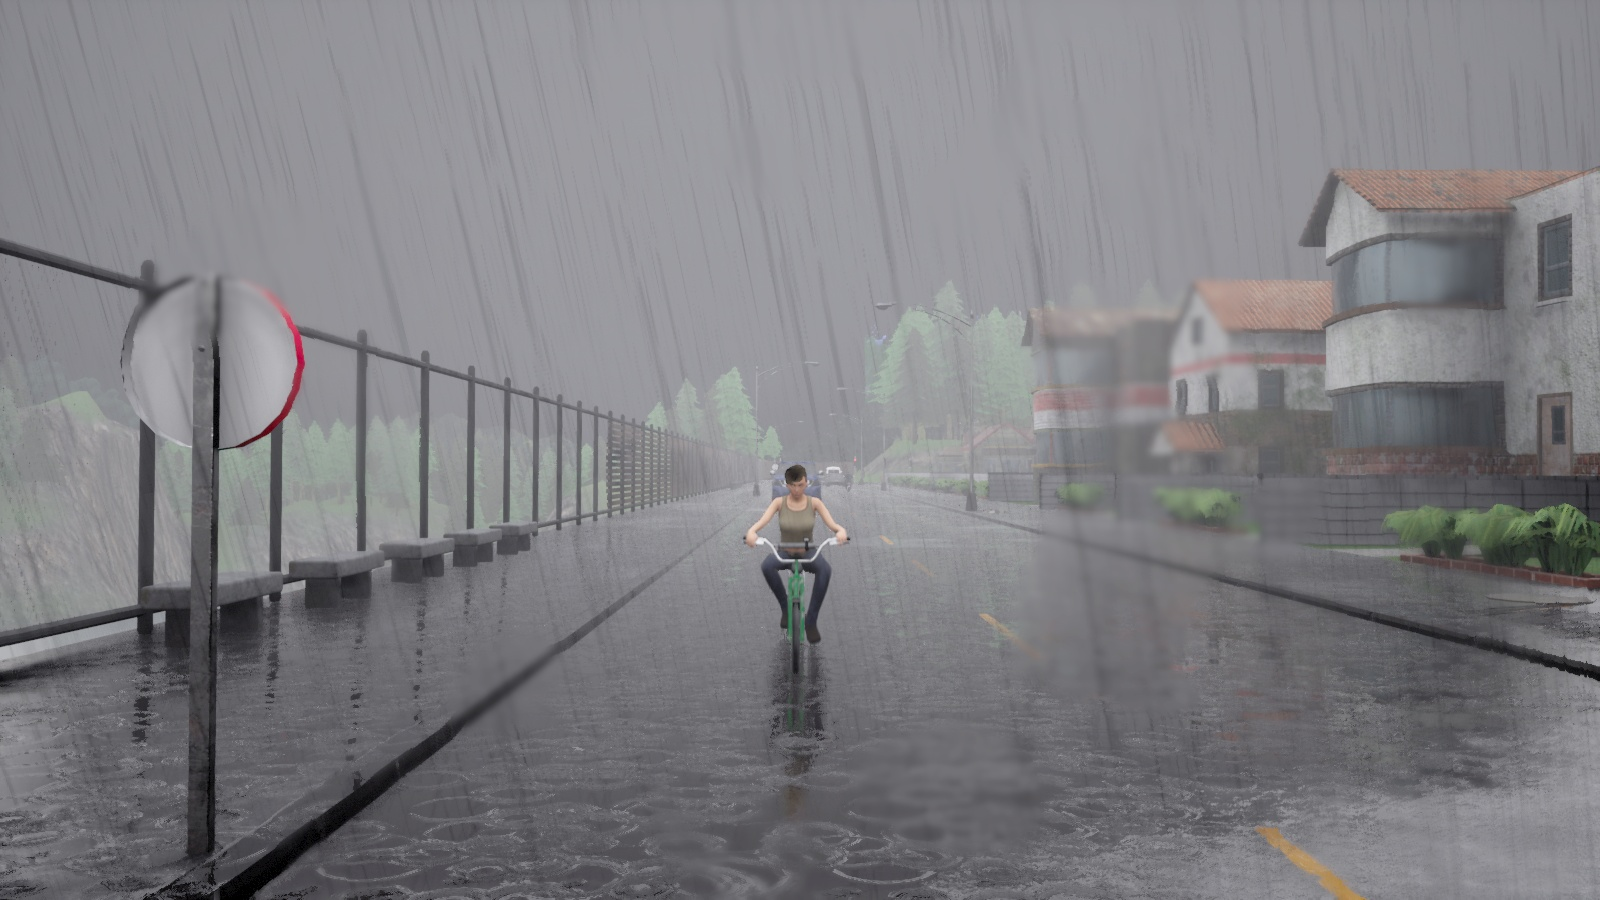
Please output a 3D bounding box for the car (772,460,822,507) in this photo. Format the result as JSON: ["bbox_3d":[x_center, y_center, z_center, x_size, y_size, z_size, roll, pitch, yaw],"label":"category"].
[{"bbox_3d":[-0.140,1.491,57.121,2.150,2.045,5.566,0,-1,0],"label":"car"}]

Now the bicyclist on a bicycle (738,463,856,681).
[{"bbox_3d":[-0.020,0.920,10.102,0.866,1.612,1.509,0,-1,0],"label":"bicyclist on a bicycle"}]
